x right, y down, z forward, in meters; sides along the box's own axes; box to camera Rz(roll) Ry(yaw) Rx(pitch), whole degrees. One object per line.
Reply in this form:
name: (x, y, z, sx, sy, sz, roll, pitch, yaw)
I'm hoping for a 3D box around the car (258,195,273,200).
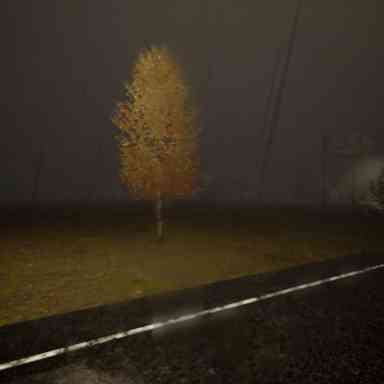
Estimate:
car: (21.075, 1.445, 93.101, 1.994, 1.385, 4.181, 0, 0, -36)
